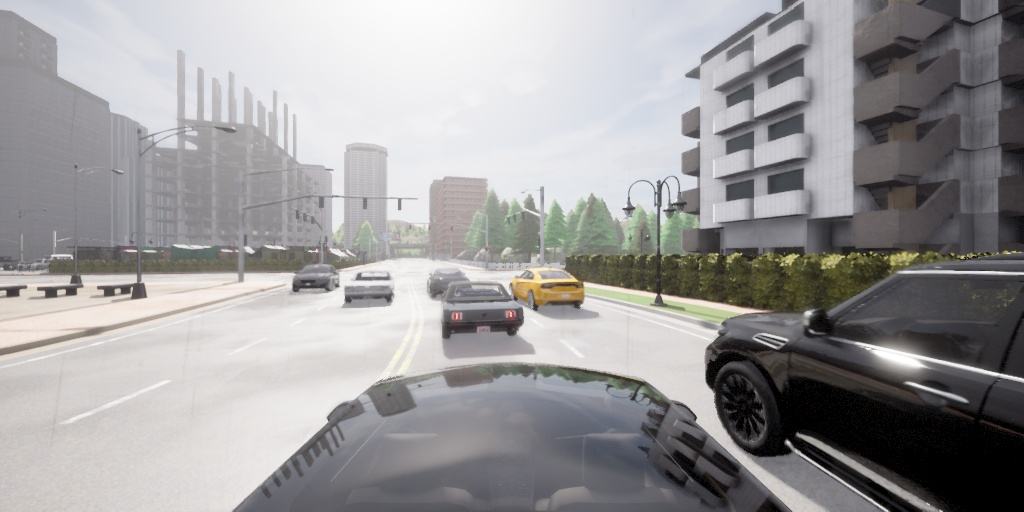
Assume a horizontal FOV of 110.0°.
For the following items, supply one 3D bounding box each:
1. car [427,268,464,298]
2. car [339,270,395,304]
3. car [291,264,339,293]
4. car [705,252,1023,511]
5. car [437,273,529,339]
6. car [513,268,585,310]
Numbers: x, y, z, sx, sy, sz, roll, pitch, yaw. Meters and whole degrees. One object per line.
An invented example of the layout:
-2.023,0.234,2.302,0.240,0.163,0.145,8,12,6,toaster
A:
-3.323,1.312,18.624,1.994,1.385,4.181,0,0,-16,car
-6.444,1.349,16.566,1.895,1.301,4.718,0,0,-16,car
-11.462,1.258,21.216,1.837,1.490,4.892,0,0,-17,car
3.428,0.973,1.936,2.150,2.045,5.566,0,0,-1,car
-1.078,1.350,10.157,1.895,1.301,4.718,0,0,-12,car
1.275,1.226,14.884,1.882,1.535,5.008,0,0,-14,car
